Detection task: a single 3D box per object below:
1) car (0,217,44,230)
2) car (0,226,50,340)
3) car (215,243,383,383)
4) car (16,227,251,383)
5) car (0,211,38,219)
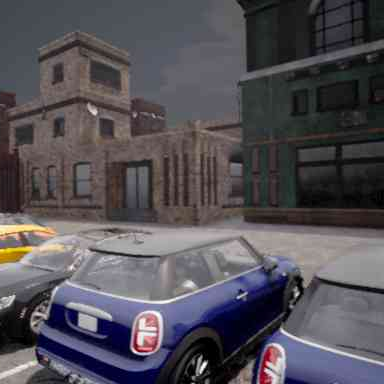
[{"bbox_3d":[-4.372,1.575,8.459,2.097,1.535,5.008,-1,0,35],"label":"car"},{"bbox_3d":[-2.104,1.544,6.858,2.231,1.521,4.892,-1,0,35],"label":"car"},{"bbox_3d":[2.401,1.355,3.605,2.185,1.767,4.553,-1,0,35],"label":"car"},{"bbox_3d":[0.136,1.385,5.217,2.185,1.767,4.553,-1,-1,35],"label":"car"},{"bbox_3d":[-6.619,1.483,10.102,2.185,1.767,4.553,-1,-1,35],"label":"car"}]
